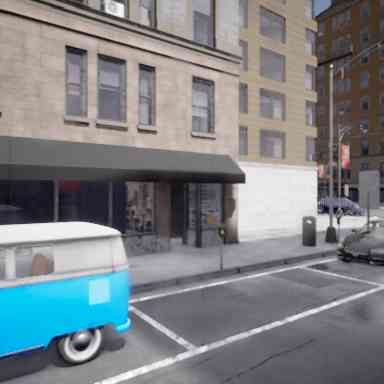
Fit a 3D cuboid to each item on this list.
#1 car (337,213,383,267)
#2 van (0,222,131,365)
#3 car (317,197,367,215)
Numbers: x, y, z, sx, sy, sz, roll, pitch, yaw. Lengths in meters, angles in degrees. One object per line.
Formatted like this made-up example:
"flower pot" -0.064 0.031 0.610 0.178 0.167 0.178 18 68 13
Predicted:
"car" 6.447 1.558 10.779 4.403 1.369 2.008 0 0 -35
"van" -2.776 1.341 4.210 3.998 1.788 1.690 0 0 -35
"car" 13.973 1.293 31.072 2.097 1.767 4.553 0 0 -36
